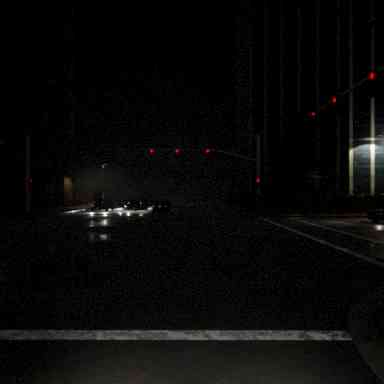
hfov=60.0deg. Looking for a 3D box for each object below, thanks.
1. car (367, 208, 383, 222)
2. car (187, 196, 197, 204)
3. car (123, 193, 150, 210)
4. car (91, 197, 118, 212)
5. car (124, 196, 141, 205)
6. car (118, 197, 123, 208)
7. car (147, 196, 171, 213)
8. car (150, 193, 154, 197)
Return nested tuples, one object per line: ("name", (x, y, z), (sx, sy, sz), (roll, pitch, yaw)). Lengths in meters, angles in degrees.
("car", (15.467, 1.478, 24.278), (5.008, 1.535, 1.882), (0, 0, -1))
("car", (-0.043, 1.526, 64.911), (1.812, 1.442, 4.674), (0, 0, 0))
("car", (-7.126, 1.352, 43.355), (2.097, 1.767, 4.553), (0, 0, 0))
("car", (-10.606, 1.526, 39.847), (1.812, 1.442, 4.674), (0, 0, 0))
("car", (-10.591, 1.491, 59.299), (2.128, 1.511, 4.902), (0, 0, 0))
("car", (-10.625, 1.491, 49.116), (2.128, 1.511, 4.902), (0, 0, 0))
("car", (-3.391, 1.547, 37.380), (2.033, 1.411, 5.357), (0, 0, 0))
("car", (-7.121, 1.221, 52.856), (2.150, 2.045, 5.566), (0, 0, 0))
